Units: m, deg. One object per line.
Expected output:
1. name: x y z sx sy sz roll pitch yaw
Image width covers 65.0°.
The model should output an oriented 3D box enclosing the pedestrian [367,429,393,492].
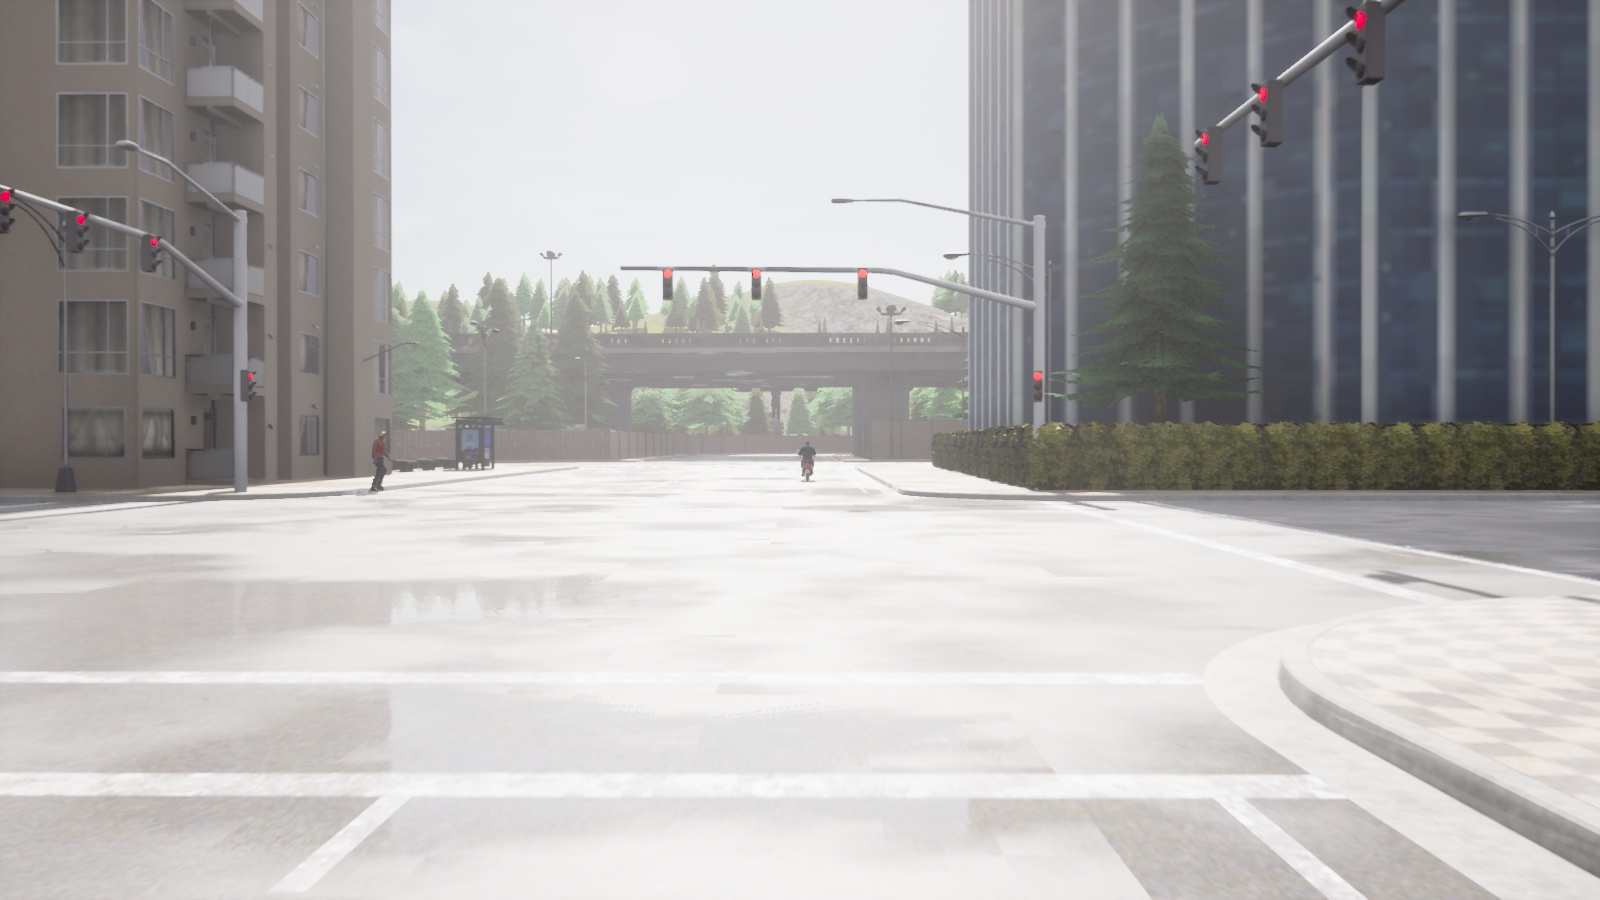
1. pedestrian: -12.395 0.295 37.089 0.636 1.846 0.331 0 0 8

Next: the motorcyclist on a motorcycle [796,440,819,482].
1. motorcyclist on a motorcycle: 0.298 0.422 49.483 0.866 1.590 1.817 0 0 0
